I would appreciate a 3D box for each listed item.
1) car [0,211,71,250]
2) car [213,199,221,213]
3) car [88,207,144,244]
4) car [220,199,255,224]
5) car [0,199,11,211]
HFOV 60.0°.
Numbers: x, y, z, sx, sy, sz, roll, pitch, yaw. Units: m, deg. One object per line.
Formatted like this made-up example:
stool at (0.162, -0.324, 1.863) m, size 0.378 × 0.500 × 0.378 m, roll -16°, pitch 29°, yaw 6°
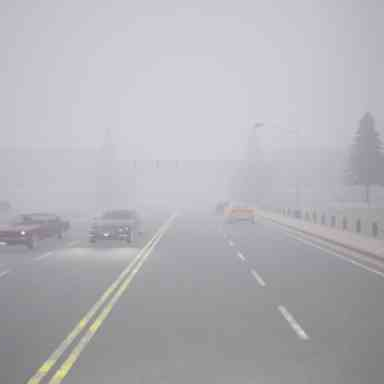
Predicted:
car at (-7.105, 1.636, 14.717) m, size 1.895 × 1.301 × 4.718 m, roll 0°, pitch 0°, yaw 0°
car at (3.500, 1.558, 37.487) m, size 1.882 × 1.535 × 5.008 m, roll 0°, pitch 0°, yaw 0°
car at (-3.529, 1.544, 16.160) m, size 1.837 × 1.490 × 4.892 m, roll 0°, pitch -1°, yaw 0°
car at (3.534, 1.532, 25.493) m, size 1.882 × 1.535 × 5.008 m, roll 0°, pitch 0°, yaw 0°
car at (-21.085, 1.236, 34.915) m, size 1.932 × 1.855 × 4.605 m, roll 0°, pitch 0°, yaw 0°
